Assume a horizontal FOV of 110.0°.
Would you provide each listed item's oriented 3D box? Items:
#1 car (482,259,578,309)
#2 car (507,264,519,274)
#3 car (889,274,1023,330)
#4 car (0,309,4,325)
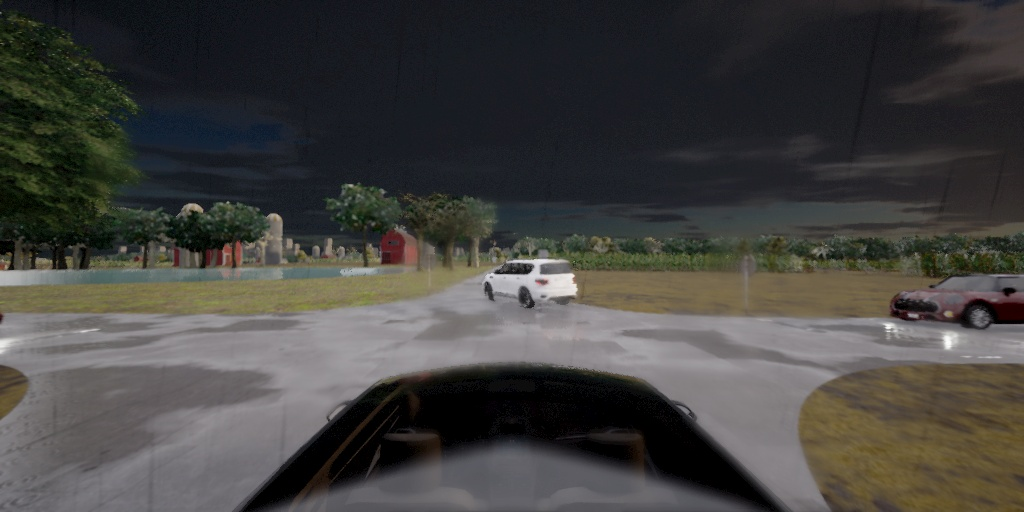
[{"bbox_3d":[0.637,1.181,16.615,2.150,2.045,5.566,-2,0,-31],"label":"car"},{"bbox_3d":[0.125,1.973,56.046,1.837,1.490,4.892,0,-1,0],"label":"car"},{"bbox_3d":[15.264,1.369,11.662,4.553,1.767,2.097,0,-2,0],"label":"car"},{"bbox_3d":[-15.489,1.281,8.680,4.674,1.442,1.812,0,-2,1],"label":"car"}]
